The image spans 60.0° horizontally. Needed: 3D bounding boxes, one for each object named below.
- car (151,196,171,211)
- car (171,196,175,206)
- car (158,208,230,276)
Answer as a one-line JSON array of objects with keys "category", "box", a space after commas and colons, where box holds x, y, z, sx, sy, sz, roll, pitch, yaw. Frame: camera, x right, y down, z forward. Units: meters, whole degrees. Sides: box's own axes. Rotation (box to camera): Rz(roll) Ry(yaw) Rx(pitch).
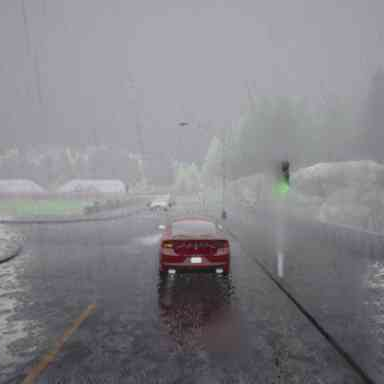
[{"category": "car", "box": [-4.087, 1.571, 42.015, 1.812, 1.442, 4.674, 0, 0, 0]}, {"category": "car", "box": [-4.072, 1.582, 51.934, 1.812, 1.442, 4.674, 0, 0, 1]}, {"category": "car", "box": [-0.032, 1.489, 10.490, 1.882, 1.535, 5.008, 0, 0, -3]}]
